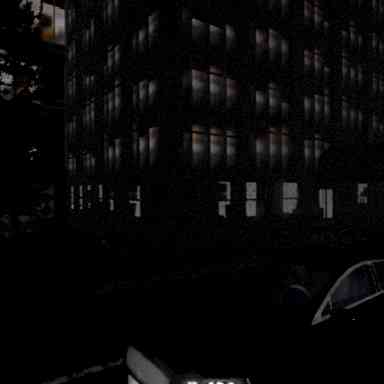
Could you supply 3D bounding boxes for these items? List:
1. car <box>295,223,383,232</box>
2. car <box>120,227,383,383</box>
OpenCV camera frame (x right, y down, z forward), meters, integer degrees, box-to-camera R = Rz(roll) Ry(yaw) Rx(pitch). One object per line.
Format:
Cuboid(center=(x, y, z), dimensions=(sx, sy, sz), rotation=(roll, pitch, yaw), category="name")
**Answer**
Cuboid(center=(3.714, 1.579, 9.245), dimensions=(4.403, 1.369, 2.008), rotation=(0, -1, -36), category="car")
Cuboid(center=(1.518, 1.504, 4.349), dimensions=(4.902, 1.511, 2.128), rotation=(0, 0, -36), category="car")
